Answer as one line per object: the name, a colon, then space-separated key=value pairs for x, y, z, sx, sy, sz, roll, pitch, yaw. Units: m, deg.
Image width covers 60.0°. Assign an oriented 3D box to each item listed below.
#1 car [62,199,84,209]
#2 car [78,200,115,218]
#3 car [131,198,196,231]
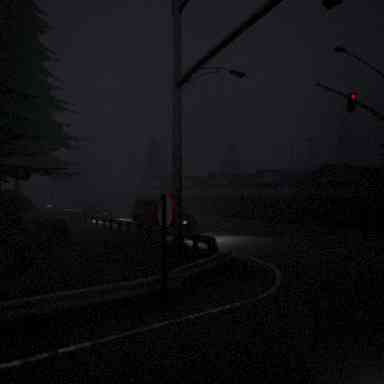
car: x=-16.654 y=1.723 z=48.281 sx=2.033 sy=1.411 sz=5.357 roll=0 pitch=0 yaw=10
car: x=-8.877 y=1.753 z=31.453 sx=1.994 sy=1.385 sz=4.181 roll=0 pitch=0 yaw=-35
car: x=-1.995 y=1.411 z=21.567 sx=2.150 sy=2.045 sz=5.566 roll=0 pitch=0 yaw=-35
